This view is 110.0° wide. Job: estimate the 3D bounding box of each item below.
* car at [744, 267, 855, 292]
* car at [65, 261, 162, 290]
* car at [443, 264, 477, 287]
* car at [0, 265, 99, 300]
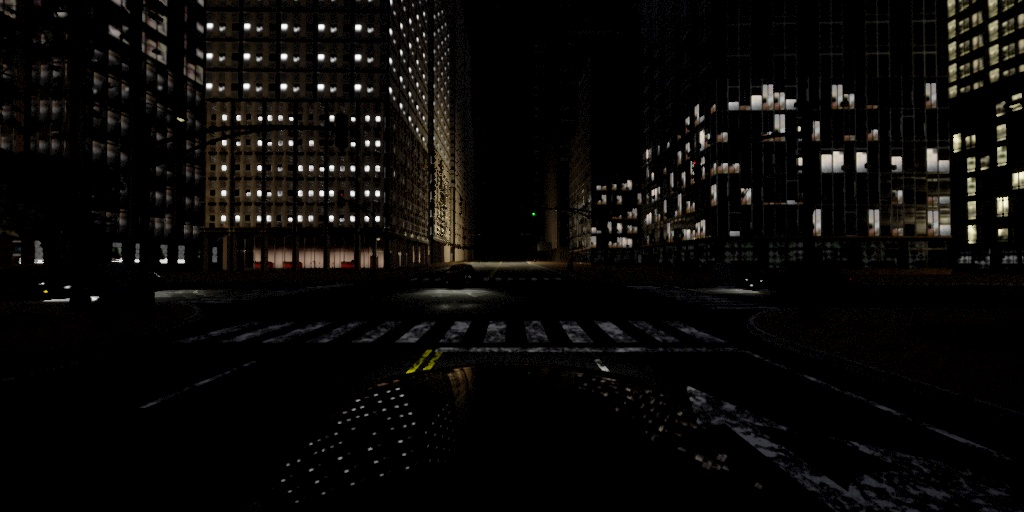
[{"bbox_3d":[16.837,1.347,21.151,5.357,1.411,2.033,0,-1,2],"label":"car"},{"bbox_3d":[-21.811,1.051,19.382,4.553,1.767,2.097,0,-1,2],"label":"car"},{"bbox_3d":[-3.508,1.297,24.872,1.882,1.535,5.008,0,-1,-1],"label":"car"},{"bbox_3d":[-21.900,1.215,16.128,4.181,1.385,1.994,0,-1,2],"label":"car"}]
